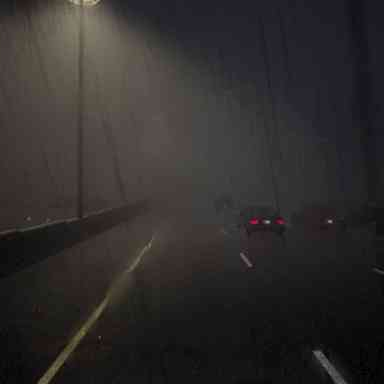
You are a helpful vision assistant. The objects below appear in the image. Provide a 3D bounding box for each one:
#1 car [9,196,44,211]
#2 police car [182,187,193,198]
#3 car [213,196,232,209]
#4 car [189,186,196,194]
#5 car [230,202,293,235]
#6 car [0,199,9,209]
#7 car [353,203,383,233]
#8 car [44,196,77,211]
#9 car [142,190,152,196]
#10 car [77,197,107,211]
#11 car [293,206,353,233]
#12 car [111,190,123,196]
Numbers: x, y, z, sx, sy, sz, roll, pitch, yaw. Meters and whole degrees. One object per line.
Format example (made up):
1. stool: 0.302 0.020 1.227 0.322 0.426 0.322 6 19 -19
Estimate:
1. car: -17.590 1.251 36.420 1.812 1.442 4.674 0 1 0
2. police car: -1.216 0.377 73.317 1.930 1.638 5.238 0 2 0
3. car: 3.605 1.198 38.618 1.837 1.490 4.892 0 1 0
4. car: 0.014 -0.486 91.047 2.150 2.045 5.566 0 2 0
5. car: 3.603 1.469 18.327 2.033 1.411 5.357 0 0 0
6. car: -21.084 1.213 40.379 2.033 1.411 5.357 0 1 0
7. car: 10.603 1.421 19.113 1.837 1.490 4.892 0 1 0
8. car: -14.090 1.197 36.807 1.882 1.535 5.008 0 1 0
9. car: -10.490 0.137 77.800 2.033 1.411 5.357 0 2 0
10. car: -10.590 1.251 36.420 1.812 1.442 4.674 0 1 0
11. car: 7.103 1.480 19.114 1.994 1.385 4.181 0 0 0
12. car: -17.490 0.193 77.773 1.895 1.301 4.718 0 2 0
